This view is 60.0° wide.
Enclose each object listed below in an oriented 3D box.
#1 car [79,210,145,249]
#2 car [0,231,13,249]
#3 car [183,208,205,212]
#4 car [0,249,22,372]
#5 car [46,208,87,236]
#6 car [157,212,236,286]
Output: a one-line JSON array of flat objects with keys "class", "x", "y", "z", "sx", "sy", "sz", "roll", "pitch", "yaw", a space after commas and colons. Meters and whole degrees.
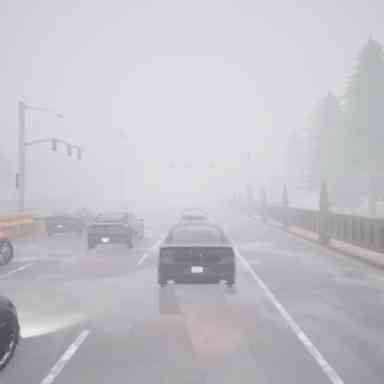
[{"class": "car", "x": -3.383, "y": 1.654, "z": 15.420, "sx": 1.837, "sy": 1.490, "sz": 4.892, "roll": 0, "pitch": -1, "yaw": 0}, {"class": "car", "x": -6.889, "y": 1.440, "z": 9.025, "sx": 2.097, "sy": 1.767, "sz": 4.553, "roll": 0, "pitch": -1, "yaw": 0}, {"class": "car", "x": 0.124, "y": 1.730, "z": 21.092, "sx": 1.812, "sy": 1.442, "sz": 4.674, "roll": 0, "pitch": 0, "yaw": 0}, {"class": "car", "x": -3.398, "y": 1.594, "z": 3.007, "sx": 1.994, "sy": 1.385, "sz": 4.181, "roll": 0, "pitch": 0, "yaw": 0}, {"class": "car", "x": -7.035, "y": 1.671, "z": 19.948, "sx": 1.882, "sy": 1.535, "sz": 5.008, "roll": 0, "pitch": 0, "yaw": -2}, {"class": "car", "x": 0.112, "y": 1.573, "z": 9.746, "sx": 1.882, "sy": 1.535, "sz": 5.008, "roll": 0, "pitch": -1, "yaw": 0}]
